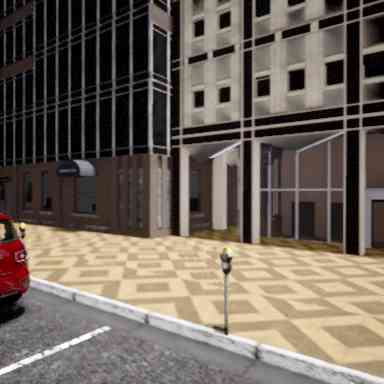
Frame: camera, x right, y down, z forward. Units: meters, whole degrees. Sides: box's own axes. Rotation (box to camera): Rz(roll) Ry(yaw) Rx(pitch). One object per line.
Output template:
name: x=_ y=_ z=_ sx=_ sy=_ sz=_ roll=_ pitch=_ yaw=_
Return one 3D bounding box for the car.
car: x=-5.228 y=1.257 z=6.608 sx=5.009 sy=1.841 sz=2.192 roll=1 pitch=0 yaw=35
